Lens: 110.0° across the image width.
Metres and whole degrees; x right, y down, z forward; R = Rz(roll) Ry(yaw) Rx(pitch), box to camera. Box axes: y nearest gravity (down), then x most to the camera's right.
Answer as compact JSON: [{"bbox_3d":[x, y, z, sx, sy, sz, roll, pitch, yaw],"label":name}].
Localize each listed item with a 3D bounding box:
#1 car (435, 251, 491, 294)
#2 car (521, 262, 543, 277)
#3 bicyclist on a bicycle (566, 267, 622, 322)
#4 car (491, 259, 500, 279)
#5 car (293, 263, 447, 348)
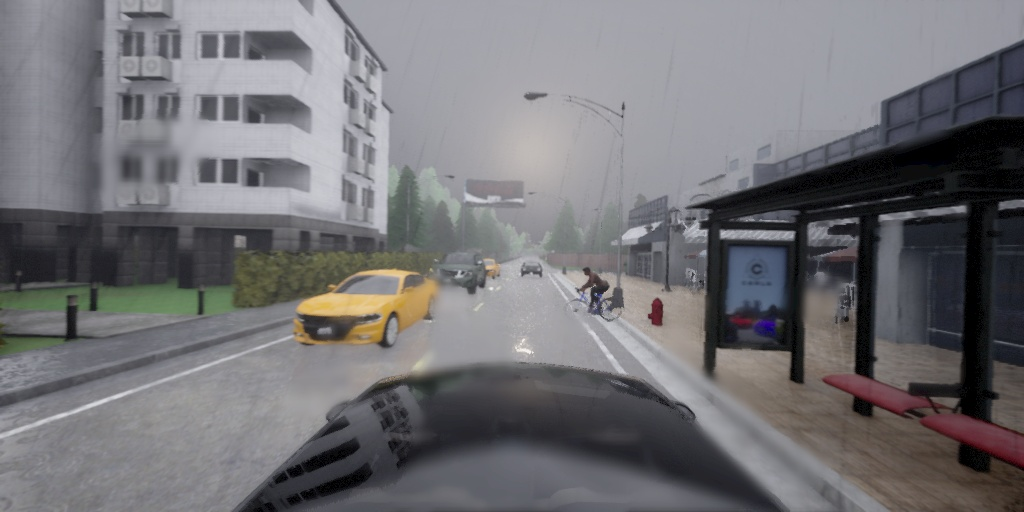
[{"bbox_3d":[-2.684,0.776,19.012,2.150,2.045,5.566,1,0,4],"label":"car"},{"bbox_3d":[1.774,1.163,32.403,1.895,1.301,4.718,1,0,3],"label":"car"},{"bbox_3d":[2.386,1.135,10.584,1.656,1.620,0.582,-2,0,3],"label":"bicyclist on a bicycle"},{"bbox_3d":[-2.079,0.970,29.009,1.882,1.535,5.008,1,0,4],"label":"car"},{"bbox_3d":[-3.276,1.095,9.080,1.882,1.535,5.008,1,0,3],"label":"car"}]
